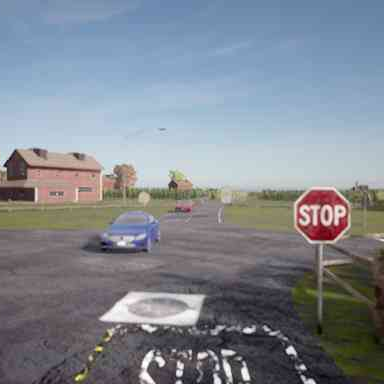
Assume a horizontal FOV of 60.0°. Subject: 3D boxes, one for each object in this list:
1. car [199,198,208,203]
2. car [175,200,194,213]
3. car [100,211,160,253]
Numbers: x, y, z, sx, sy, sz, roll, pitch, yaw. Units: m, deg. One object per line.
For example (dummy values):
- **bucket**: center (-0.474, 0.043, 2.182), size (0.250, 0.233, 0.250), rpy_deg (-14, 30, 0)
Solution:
- **car**: center (2.283, 1.723, 65.194), size (1.812, 1.442, 4.674), rpy_deg (0, 0, 9)
- **car**: center (-0.842, 1.693, 39.673), size (1.882, 1.535, 5.008), rpy_deg (0, 0, 5)
- **car**: center (-2.457, 1.584, 14.292), size (1.812, 1.442, 4.674), rpy_deg (1, 0, 2)
